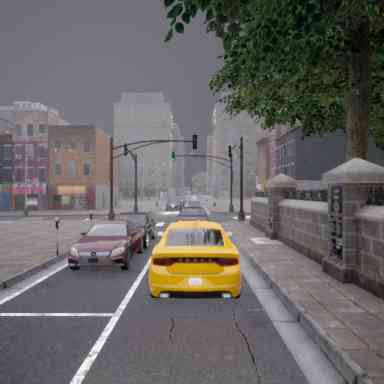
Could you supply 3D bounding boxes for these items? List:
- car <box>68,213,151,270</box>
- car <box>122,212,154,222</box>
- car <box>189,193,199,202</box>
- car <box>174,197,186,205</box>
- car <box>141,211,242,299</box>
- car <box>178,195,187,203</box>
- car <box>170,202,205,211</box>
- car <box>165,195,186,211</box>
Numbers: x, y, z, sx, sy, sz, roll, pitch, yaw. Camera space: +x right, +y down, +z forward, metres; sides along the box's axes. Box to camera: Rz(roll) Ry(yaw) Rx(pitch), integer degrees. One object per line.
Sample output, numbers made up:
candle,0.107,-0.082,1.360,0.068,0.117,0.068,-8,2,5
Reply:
car,-2.620,1.581,10.930,1.802,1.307,4.206,0,0,0
car,-2.614,1.565,14.593,1.947,1.339,4.313,0,0,0
car,0.397,1.509,66.801,1.812,1.442,4.674,0,0,0
car,-2.173,1.586,61.588,1.895,1.301,4.718,0,0,0
car,0.080,1.477,8.538,1.882,1.535,5.008,0,0,0
car,-2.100,1.481,71.788,1.837,1.490,4.892,0,0,0
car,0.038,1.546,19.218,2.033,1.411,5.357,0,0,0
car,-2.221,1.482,41.591,2.128,1.511,4.902,0,0,0
